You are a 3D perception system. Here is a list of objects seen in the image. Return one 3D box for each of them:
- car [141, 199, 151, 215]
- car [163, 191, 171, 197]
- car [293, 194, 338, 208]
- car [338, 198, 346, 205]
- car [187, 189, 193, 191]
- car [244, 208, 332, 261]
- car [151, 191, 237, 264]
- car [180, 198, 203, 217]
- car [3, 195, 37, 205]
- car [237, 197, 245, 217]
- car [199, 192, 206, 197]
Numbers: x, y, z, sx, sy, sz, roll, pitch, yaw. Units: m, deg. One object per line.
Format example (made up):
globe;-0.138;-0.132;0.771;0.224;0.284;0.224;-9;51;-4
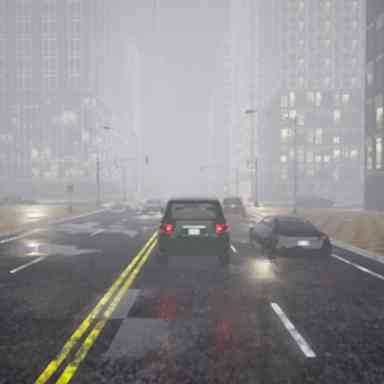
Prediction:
car;-3.457;1.312;30.990;2.033;1.411;5.357;0;0;0
car;-7.002;0.589;94.463;2.097;1.767;4.553;0;1;0
car;15.972;1.178;43.954;5.009;1.841;2.192;0;1;1
car;21.536;1.236;52.272;4.829;1.417;1.752;0;1;1
car;-0.486;0.680;91.738;1.812;1.442;4.674;0;1;0
car;3.288;1.472;11.851;1.994;1.385;4.181;0;0;0
car;0.043;1.136;11.612;2.150;2.045;5.566;0;1;0
car;-0.053;1.297;29.691;1.812;1.442;4.674;0;0;0
car;-22.957;1.117;44.274;4.313;1.339;1.947;0;1;1
car;3.206;1.133;28.124;2.097;1.767;4.553;0;1;0
car;2.764;0.677;91.754;1.812;1.442;4.674;0;1;0
